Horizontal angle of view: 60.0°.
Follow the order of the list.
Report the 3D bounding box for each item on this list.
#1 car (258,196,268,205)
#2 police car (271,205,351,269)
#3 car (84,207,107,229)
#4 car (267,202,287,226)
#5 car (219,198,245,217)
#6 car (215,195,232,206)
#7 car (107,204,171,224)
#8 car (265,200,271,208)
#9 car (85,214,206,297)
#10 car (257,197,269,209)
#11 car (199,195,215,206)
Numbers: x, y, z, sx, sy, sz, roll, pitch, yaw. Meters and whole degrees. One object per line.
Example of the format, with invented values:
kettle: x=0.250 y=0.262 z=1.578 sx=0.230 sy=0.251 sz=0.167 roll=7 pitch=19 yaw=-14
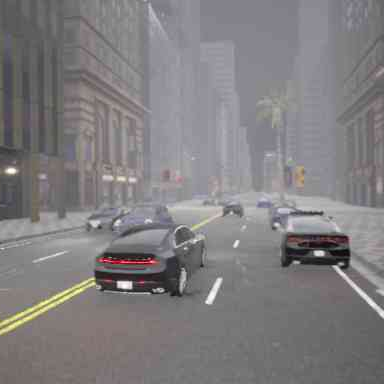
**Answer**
car: x=14.082 y=1.692 z=66.073 sx=1.882 sy=1.535 sz=5.008 roll=-1 pitch=0 yaw=12
police car: x=3.926 y=1.451 z=11.465 sx=1.930 sy=1.638 sz=5.238 roll=-1 pitch=0 yaw=12
car: x=-5.086 y=1.671 z=21.428 sx=2.128 sy=1.511 sz=4.902 roll=-1 pitch=0 yaw=12
car: x=5.905 y=1.586 z=21.154 sx=1.812 sy=1.442 sz=4.674 roll=-1 pitch=0 yaw=12
car: x=4.152 y=1.653 z=33.190 sx=1.837 sy=1.490 sz=4.892 roll=-1 pitch=0 yaw=12
car: x=5.996 y=1.486 z=59.227 sx=2.150 sy=2.045 sz=5.566 roll=-1 pitch=0 yaw=12
car: x=-2.480 y=1.484 z=17.957 sx=2.097 sy=1.767 sz=4.553 roll=-1 pitch=0 yaw=12
car: x=7.106 y=1.607 z=27.033 sx=1.812 sy=1.442 sz=4.674 roll=-1 pitch=0 yaw=12
car: x=-0.823 y=1.566 z=8.826 sx=1.837 sy=1.490 sz=4.892 roll=-1 pitch=0 yaw=12
car: x=10.233 y=1.634 z=47.196 sx=1.882 sy=1.535 sz=5.008 roll=-1 pitch=0 yaw=12
car: x=3.200 y=1.857 z=61.675 sx=2.033 sy=1.411 sz=5.357 roll=-1 pitch=0 yaw=12
